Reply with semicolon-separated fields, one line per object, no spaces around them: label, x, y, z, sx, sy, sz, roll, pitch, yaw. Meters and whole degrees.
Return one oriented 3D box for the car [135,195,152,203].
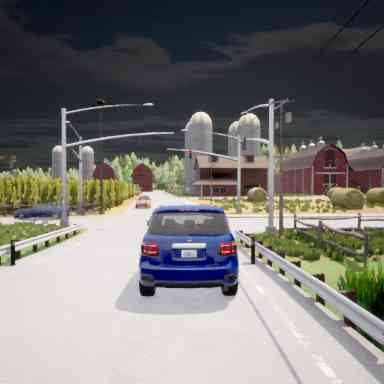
car;-6.493;1.329;44.551;2.097;1.767;4.553;0;1;-7

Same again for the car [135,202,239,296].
car;-0.106;1.367;9.096;2.150;2.045;5.566;0;-2;-1

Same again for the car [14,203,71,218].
car;-13.261;1.739;29.543;4.674;1.442;1.812;0;1;-8

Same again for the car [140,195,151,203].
car;-8.611;1.275;61.438;1.994;1.385;4.181;0;1;-7
